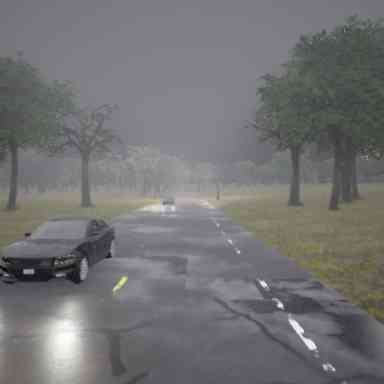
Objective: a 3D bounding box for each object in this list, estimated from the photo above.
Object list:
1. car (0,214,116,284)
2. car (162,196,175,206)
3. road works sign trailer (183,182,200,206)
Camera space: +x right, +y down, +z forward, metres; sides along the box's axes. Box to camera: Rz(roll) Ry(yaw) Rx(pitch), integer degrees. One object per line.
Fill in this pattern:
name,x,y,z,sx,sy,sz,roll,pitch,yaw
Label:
car,-3.600,1.483,9.841,1.882,1.535,5.008,0,0,0
car,-3.572,1.345,51.246,1.837,1.490,4.892,0,1,0
road works sign trailer,0.000,0.299,51.741,2.380,3.560,2.880,0,1,0
